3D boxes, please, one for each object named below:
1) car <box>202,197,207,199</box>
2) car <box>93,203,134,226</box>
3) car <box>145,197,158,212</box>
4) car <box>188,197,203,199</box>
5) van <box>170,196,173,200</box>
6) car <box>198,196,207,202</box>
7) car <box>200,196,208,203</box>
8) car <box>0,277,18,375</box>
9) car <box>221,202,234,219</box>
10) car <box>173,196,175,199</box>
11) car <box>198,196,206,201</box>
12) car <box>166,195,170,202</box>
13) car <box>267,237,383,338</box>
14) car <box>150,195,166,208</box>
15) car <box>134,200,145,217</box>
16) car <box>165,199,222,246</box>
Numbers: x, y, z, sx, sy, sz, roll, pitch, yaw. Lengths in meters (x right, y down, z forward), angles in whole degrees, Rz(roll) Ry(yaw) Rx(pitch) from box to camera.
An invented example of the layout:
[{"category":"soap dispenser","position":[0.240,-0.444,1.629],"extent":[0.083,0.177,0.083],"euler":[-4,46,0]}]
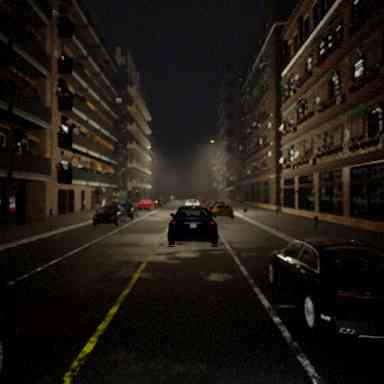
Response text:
[{"category":"car","position":[2.689,1.689,46.051],"extent":[1.802,1.307,4.206],"euler":[0,0,0]},{"category":"car","position":[-5.690,1.606,23.509],"extent":[2.008,1.369,4.403],"euler":[0,0,0]},{"category":"car","position":[-5.691,1.638,40.419],"extent":[1.887,1.381,4.507],"euler":[0,0,0]},{"category":"car","position":[0.097,1.704,44.646],"extent":[1.895,1.301,4.718],"euler":[0,0,0]},{"category":"van","position":[-5.692,1.512,74.237],"extent":[1.690,1.788,3.998],"euler":[0,0,0]},{"category":"car","position":[2.686,1.763,85.504],"extent":[1.947,1.339,4.313],"euler":[0,0,0]},{"category":"car","position":[2.687,1.697,74.403],"extent":[1.752,1.417,4.829],"euler":[0,0,0]},{"category":"car","position":[-3.102,1.497,2.194],"extent":[2.128,1.511,4.902],"euler":[0,0,0]},{"category":"car","position":[2.690,1.594,29.312],"extent":[1.752,1.417,4.829],"euler":[0,0,0]},{"category":"car","position":[-5.694,1.761,91.144],"extent":[2.008,1.369,4.403],"euler":[0,0,0]},{"category":"car","position":[2.686,1.755,91.141],"extent":[1.887,1.381,4.507],"euler":[0,0,0]},{"category":"car","position":[-5.692,1.670,62.793],"extent":[1.752,1.417,4.829],"euler":[0,0,0]},{"category":"car","position":[2.691,1.567,6.597],"extent":[2.008,1.369,4.403],"euler":[0,0,0]},{"category":"car","position":[-5.691,1.434,51.692],"extent":[2.192,1.841,5.009],"euler":[0,0,0]},{"category":"car","position":[-5.691,1.619,29.146],"extent":[2.008,1.369,4.403],"euler":[0,0,0]},{"category":"car","position":[0.031,1.389,15.534],"extent":[2.097,1.767,4.553],"euler":[0,0,0]}]
